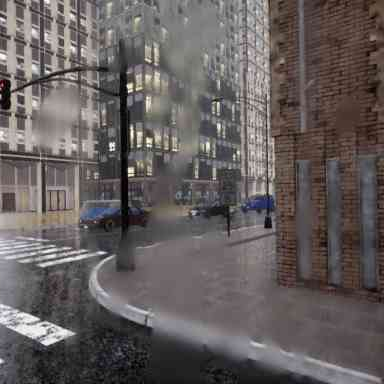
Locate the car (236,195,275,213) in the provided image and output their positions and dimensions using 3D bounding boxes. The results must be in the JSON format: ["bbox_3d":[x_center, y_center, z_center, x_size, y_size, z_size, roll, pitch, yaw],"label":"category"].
[{"bbox_3d":[7.662,1.330,38.145,2.150,2.045,5.566,-1,-1,36],"label":"car"}]

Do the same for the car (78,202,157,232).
[{"bbox_3d":[-4.512,1.614,21.164,2.033,1.411,5.357,-1,-1,36],"label":"car"}]

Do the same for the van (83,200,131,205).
[{"bbox_3d":[-6.029,1.460,23.499,1.690,1.788,3.998,-2,-1,36],"label":"van"}]

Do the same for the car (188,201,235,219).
[{"bbox_3d":[1.570,1.578,29.651,2.128,1.511,4.902,-1,-1,36],"label":"car"}]

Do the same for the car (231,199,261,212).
[{"bbox_3d":[6.806,1.689,41.408,1.752,1.417,4.829,-2,-1,36],"label":"car"}]
